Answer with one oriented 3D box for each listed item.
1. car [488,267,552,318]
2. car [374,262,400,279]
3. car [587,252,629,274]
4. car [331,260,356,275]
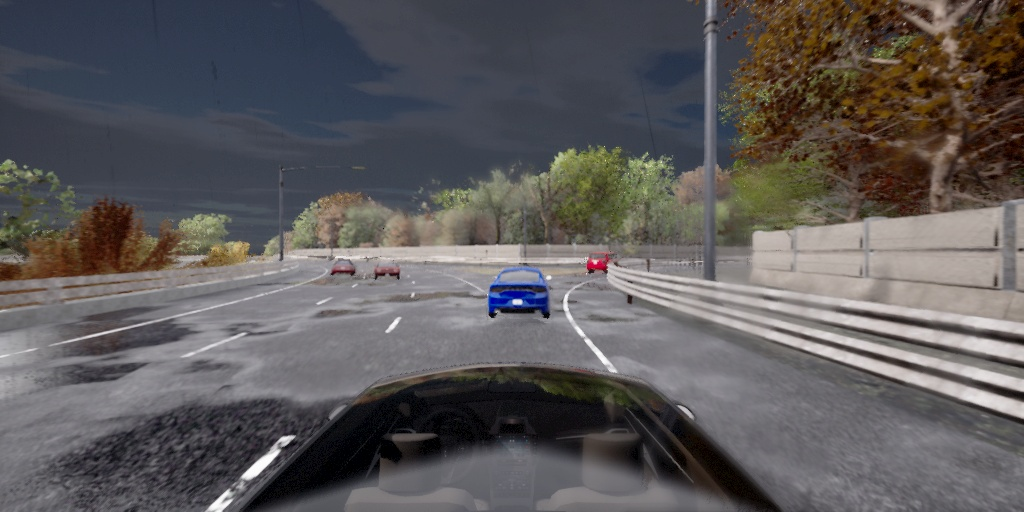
[{"bbox_3d":[0.368,1.129,12.625,1.882,1.535,5.008,0,1,5],"label":"car"},{"bbox_3d":[-10.004,1.110,28.719,1.895,1.301,4.718,0,1,-20],"label":"car"},{"bbox_3d":[9.126,0.678,33.972,2.150,2.045,5.566,0,0,40],"label":"car"},{"bbox_3d":[-15.798,1.029,33.757,1.994,1.385,4.181,0,1,-23],"label":"car"}]
